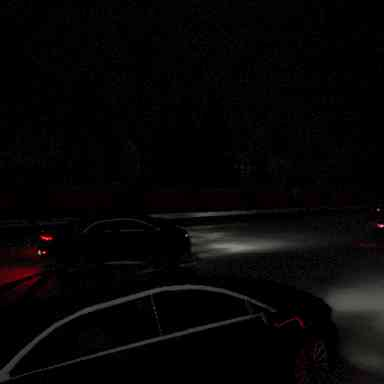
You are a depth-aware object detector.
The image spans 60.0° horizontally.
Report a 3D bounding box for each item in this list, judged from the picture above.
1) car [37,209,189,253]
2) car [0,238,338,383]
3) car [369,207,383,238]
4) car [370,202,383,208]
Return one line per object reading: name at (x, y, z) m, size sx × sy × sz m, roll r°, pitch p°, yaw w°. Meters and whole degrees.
car at (-2.305, 1.490, 10.726) m, size 4.902 × 1.511 × 2.128 m, roll 0°, pitch 0°, yaw -36°
car at (-0.436, 1.490, 3.442) m, size 4.902 × 1.511 × 2.128 m, roll 0°, pitch 0°, yaw -36°
car at (10.723, 1.547, 15.831) m, size 5.357 × 1.411 × 2.033 m, roll 0°, pitch 0°, yaw -38°
car at (17.843, 1.547, 29.674) m, size 5.357 × 1.411 × 2.033 m, roll 0°, pitch 0°, yaw -36°
